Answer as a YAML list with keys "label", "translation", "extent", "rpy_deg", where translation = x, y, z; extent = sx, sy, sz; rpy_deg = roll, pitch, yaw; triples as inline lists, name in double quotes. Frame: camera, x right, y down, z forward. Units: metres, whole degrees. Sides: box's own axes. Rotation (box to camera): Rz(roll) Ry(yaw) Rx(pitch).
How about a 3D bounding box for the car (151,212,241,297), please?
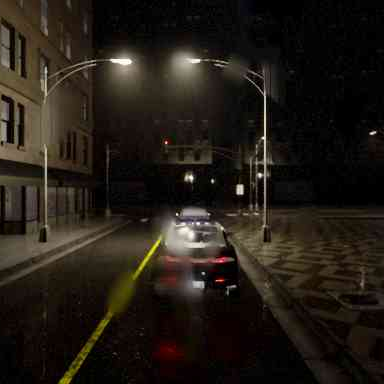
- label: "car"
  translation: [0.085, 1.491, 8.532]
  extent: [2.128, 1.511, 4.902]
  rpy_deg: [0, 0, 0]

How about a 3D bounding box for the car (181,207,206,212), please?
- label: "car"
  translation: [0.088, 1.545, 18.644]
  extent: [2.033, 1.411, 5.357]
  rpy_deg: [0, 0, -2]
